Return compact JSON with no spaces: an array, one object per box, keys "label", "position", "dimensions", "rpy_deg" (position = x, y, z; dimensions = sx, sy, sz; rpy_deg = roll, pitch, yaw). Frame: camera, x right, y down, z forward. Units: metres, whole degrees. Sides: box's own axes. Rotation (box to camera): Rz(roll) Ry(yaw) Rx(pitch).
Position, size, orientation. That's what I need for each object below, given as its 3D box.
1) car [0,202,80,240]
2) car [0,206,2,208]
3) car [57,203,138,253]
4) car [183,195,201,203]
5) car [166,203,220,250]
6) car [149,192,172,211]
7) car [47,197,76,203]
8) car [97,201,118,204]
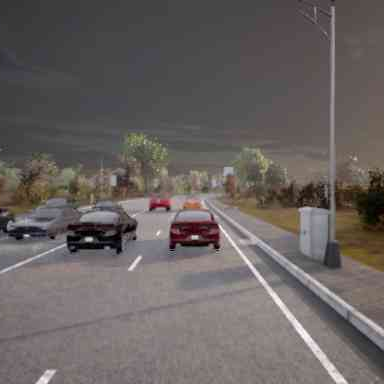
[{"label":"car","position":[-7.041,1.470,16.846],"dimensions":[2.033,1.411,5.357],"rpy_deg":[0,0,0]},{"label":"car","position":[-10.543,1.430,16.291],"dimensions":[1.837,1.490,4.892],"rpy_deg":[0,0,1]},{"label":"car","position":[-3.403,1.416,13.446],"dimensions":[1.882,1.535,5.008],"rpy_deg":[0,0,0]},{"label":"car","position":[0.007,1.178,38.068],"dimensions":[2.097,1.767,4.553],"rpy_deg":[0,0,0]},{"label":"car","position":[0.099,1.414,13.984],"dimensions":[1.882,1.535,5.008],"rpy_deg":[0,0,0]},{"label":"car","position":[-3.500,1.052,37.306],"dimensions":[2.150,2.045,5.566],"rpy_deg":[0,0,0]},{"label":"car","position":[-10.503,1.231,26.361],"dimensions":[2.097,1.767,4.553],"rpy_deg":[0,0,0]},{"label":"car","position":[-7.003,1.422,27.504],"dimensions":[2.033,1.411,5.357],"rpy_deg":[0,0,0]}]
